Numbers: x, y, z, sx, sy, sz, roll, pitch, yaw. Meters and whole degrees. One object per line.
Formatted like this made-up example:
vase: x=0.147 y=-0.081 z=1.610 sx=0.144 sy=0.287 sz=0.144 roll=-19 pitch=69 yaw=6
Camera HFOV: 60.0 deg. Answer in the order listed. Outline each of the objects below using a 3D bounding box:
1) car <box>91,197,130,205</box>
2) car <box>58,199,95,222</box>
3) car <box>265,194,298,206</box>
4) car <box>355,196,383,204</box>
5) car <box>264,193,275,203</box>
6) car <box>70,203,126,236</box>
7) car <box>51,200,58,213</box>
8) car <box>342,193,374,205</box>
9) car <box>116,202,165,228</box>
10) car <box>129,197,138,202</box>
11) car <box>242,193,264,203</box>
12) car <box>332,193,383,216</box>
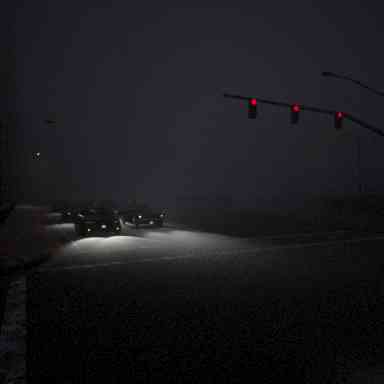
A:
car: x=-7.707 y=1.491 z=31.033 sx=2.128 sy=1.511 sz=4.902 roll=0 pitch=0 yaw=-27
car: x=-9.213 y=1.526 z=26.262 sx=1.812 sy=1.442 sz=4.674 roll=0 pitch=0 yaw=-27
car: x=13.165 y=1.395 z=49.183 sx=1.970 sy=1.475 sz=3.806 roll=0 pitch=0 yaw=-27
car: x=30.862 y=1.364 z=58.051 sx=1.784 sy=1.438 sz=3.905 roll=0 pitch=0 yaw=-27
car: x=14.167 y=1.364 z=66.563 sx=1.784 sy=1.438 sz=3.905 roll=0 pitch=0 yaw=-27
car: x=-5.341 y=1.564 z=18.553 sx=1.994 sy=1.385 sz=4.181 roll=0 pitch=0 yaw=-27
car: x=-14.540 y=1.546 z=36.824 sx=2.033 sy=1.411 sz=5.357 roll=0 pitch=0 yaw=-27
car: x=28.242 y=1.153 z=56.814 sx=1.932 sy=1.855 sz=4.605 roll=0 pitch=0 yaw=-27
car: x=-3.515 y=1.601 z=22.708 sx=1.895 sy=1.301 sz=4.718 roll=0 pitch=0 yaw=-27
car: x=-9.482 y=1.526 z=50.433 sx=1.812 sy=1.442 sz=4.674 roll=0 pitch=0 yaw=-26
car: x=11.577 y=1.395 z=65.270 sx=1.970 sy=1.475 sz=3.806 roll=0 pitch=0 yaw=-27
car: x=15.937 y=1.153 z=31.103 sx=1.932 sy=1.855 sz=4.605 roll=0 pitch=0 yaw=-27
